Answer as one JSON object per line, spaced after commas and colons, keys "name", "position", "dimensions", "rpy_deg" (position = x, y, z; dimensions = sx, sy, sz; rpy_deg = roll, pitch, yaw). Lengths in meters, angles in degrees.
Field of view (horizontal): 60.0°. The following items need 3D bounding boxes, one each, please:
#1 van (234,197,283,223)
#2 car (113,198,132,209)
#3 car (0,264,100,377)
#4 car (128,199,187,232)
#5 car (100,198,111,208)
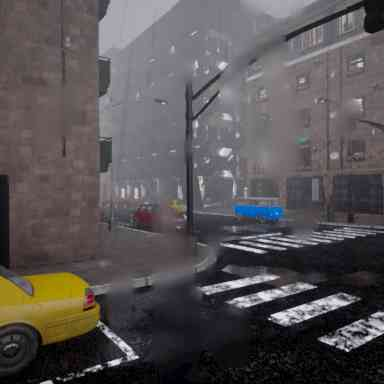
{"name": "van", "position": [4.875, 1.280, 24.887], "dimensions": [1.690, 1.788, 3.998], "rpy_deg": [0, 0, -36]}
{"name": "car", "position": [-8.429, 1.463, 43.213], "dimensions": [1.887, 1.381, 4.507], "rpy_deg": [-1, 0, -36]}
{"name": "car", "position": [-3.624, 1.526, 3.980], "dimensions": [4.829, 1.417, 1.752], "rpy_deg": [0, 0, -36]}
{"name": "car", "position": [-1.917, 1.441, 19.979], "dimensions": [1.967, 1.590, 4.097], "rpy_deg": [0, 0, -36]}
{"name": "car", "position": [-11.755, 1.463, 47.795], "dimensions": [1.887, 1.381, 4.507], "rpy_deg": [-1, 0, -36]}
